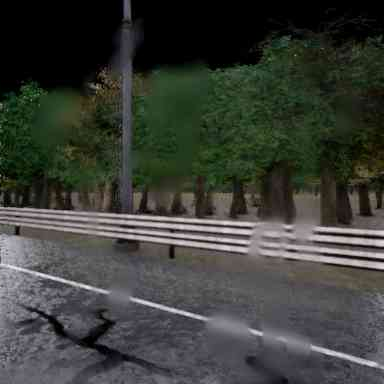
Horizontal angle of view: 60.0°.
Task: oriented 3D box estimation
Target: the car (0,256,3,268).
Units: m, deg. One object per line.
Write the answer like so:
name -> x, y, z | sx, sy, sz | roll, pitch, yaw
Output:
car -> -7.351, 1.506, 9.238 | 5.357, 1.411, 2.033 | 0, 0, 36
